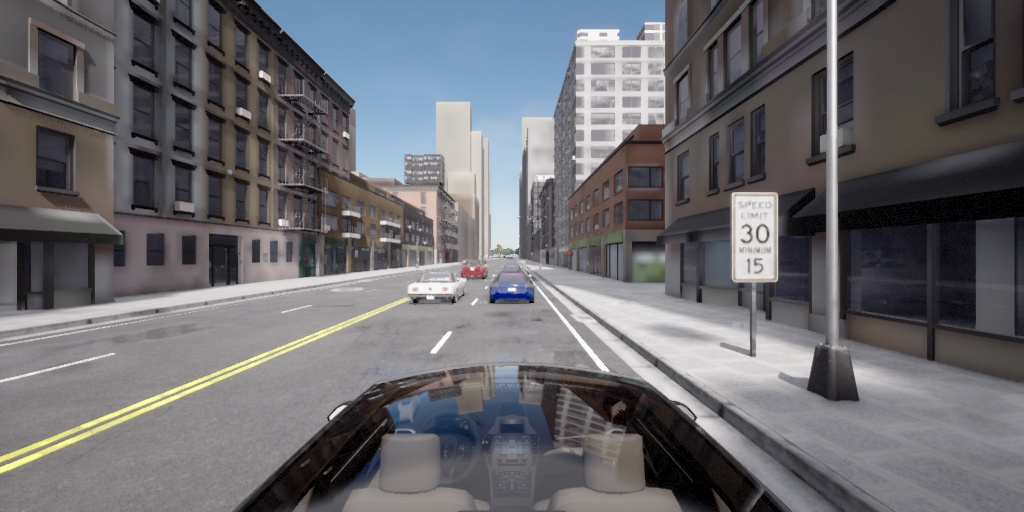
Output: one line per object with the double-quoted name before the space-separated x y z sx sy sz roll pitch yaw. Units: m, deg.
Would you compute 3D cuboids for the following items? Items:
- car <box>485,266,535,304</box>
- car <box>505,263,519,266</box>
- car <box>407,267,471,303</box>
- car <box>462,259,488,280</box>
"car" 0.000 1.325 16.500 1.994 1.385 4.181 0 0 0
"car" 0.000 1.330 31.500 1.994 1.385 4.181 0 0 0
"car" -3.249 1.369 16.530 1.895 1.301 4.718 0 0 0
"car" -3.250 1.123 31.470 2.097 1.767 4.553 0 0 0
